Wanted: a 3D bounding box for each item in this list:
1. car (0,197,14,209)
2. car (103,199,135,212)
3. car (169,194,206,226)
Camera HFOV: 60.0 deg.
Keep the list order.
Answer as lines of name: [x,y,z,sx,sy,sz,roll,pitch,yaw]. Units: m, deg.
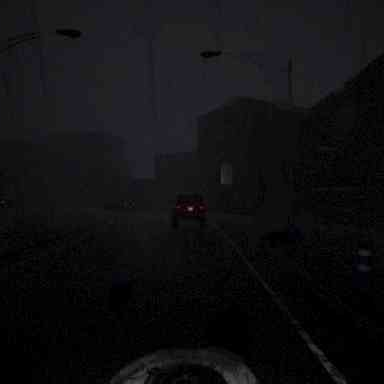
car: [-25.078,1.249,42.100,4.553,1.767,2.097,1,-1,4]
car: [-8.668,1.545,39.261,4.902,1.511,2.128,0,-1,44]
car: [-0.364,1.193,23.246,2.150,2.045,5.566,0,-1,-6]
